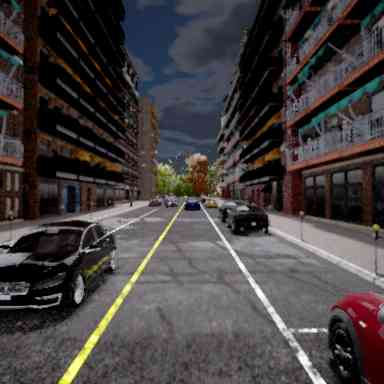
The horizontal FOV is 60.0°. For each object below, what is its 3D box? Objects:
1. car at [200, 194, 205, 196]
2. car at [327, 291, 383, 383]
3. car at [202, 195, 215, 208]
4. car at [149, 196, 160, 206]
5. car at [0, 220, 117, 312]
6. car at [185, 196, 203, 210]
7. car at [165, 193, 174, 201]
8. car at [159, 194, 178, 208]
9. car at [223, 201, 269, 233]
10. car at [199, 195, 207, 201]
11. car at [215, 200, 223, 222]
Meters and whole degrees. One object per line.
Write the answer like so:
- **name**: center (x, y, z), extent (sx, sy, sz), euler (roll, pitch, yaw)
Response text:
- **car**: center (2.784, 1.518, 64.590), extent (1.947, 1.339, 4.313), euler (1, 0, 0)
- **car**: center (2.702, 1.438, 2.700), extent (1.967, 1.590, 4.097), euler (1, 0, 0)
- **car**: center (2.718, 1.489, 47.414), extent (1.752, 1.417, 4.829), euler (1, 0, 0)
- **car**: center (-5.688, 1.399, 52.846), extent (1.967, 1.590, 4.097), euler (1, 0, 0)
- **car**: center (-3.099, 1.498, 7.952), extent (1.837, 1.490, 4.892), euler (0, 0, 0)
- **car**: center (0.070, 1.528, 42.890), extent (1.994, 1.385, 4.181), euler (0, 0, 0)
- **car**: center (-5.791, 1.255, 86.255), extent (2.192, 1.841, 5.009), euler (1, 0, 0)
- **car**: center (-3.074, 1.454, 48.083), extent (2.128, 1.511, 4.902), euler (0, 0, 0)
- **car**: center (3.144, 1.462, 19.395), extent (1.882, 1.535, 5.008), euler (0, 0, 0)
- **car**: center (2.853, 1.491, 86.221), extent (2.008, 1.369, 4.403), euler (1, 0, 0)
- **car**: center (3.145, 1.456, 26.395), extent (1.882, 1.535, 5.008), euler (0, 0, 0)
